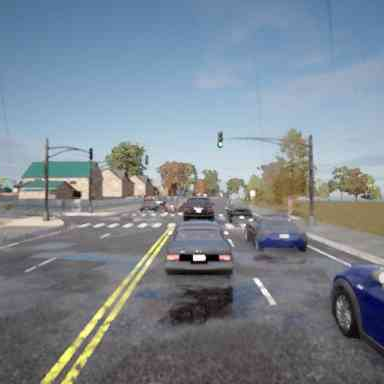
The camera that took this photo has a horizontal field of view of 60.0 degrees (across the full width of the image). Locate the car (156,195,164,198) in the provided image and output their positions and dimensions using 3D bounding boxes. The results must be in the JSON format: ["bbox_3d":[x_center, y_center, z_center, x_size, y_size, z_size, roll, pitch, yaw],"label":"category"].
[{"bbox_3d":[-4.890,1.564,53.375,2.150,2.045,5.566,0,0,4],"label":"car"}]

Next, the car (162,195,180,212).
[{"bbox_3d":[-2.217,1.617,42.923,2.097,1.767,4.553,0,0,3],"label":"car"}]

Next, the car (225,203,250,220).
[{"bbox_3d":[3.861,1.666,27.721,1.837,1.490,4.892,0,0,2],"label":"car"}]

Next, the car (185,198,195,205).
[{"bbox_3d":[-0.324,2.001,70.922,1.812,1.442,4.674,0,0,4],"label":"car"}]

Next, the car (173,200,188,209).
[{"bbox_3d":[-1.725,1.929,51.858,1.895,1.301,4.718,0,0,4],"label":"car"}]

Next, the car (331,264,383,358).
[{"bbox_3d":[3.387,1.373,3.789,2.097,1.767,4.553,0,0,0],"label":"car"}]

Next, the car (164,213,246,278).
[{"bbox_3d":[0.198,1.604,10.310,2.033,1.411,5.357,0,0,1],"label":"car"}]

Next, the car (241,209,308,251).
[{"bbox_3d":[3.525,1.644,14.532,1.994,1.385,4.181,0,0,1],"label":"car"}]

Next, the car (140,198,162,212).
[{"bbox_3d":[-5.451,1.834,43.233,1.994,1.385,4.181,0,0,3],"label":"car"}]

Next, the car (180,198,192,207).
[{"bbox_3d":[-1.112,1.921,60.840,1.812,1.442,4.674,0,0,4],"label":"car"}]

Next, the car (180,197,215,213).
[{"bbox_3d":[0.513,1.366,24.769,2.150,2.045,5.566,0,0,2],"label":"car"}]
